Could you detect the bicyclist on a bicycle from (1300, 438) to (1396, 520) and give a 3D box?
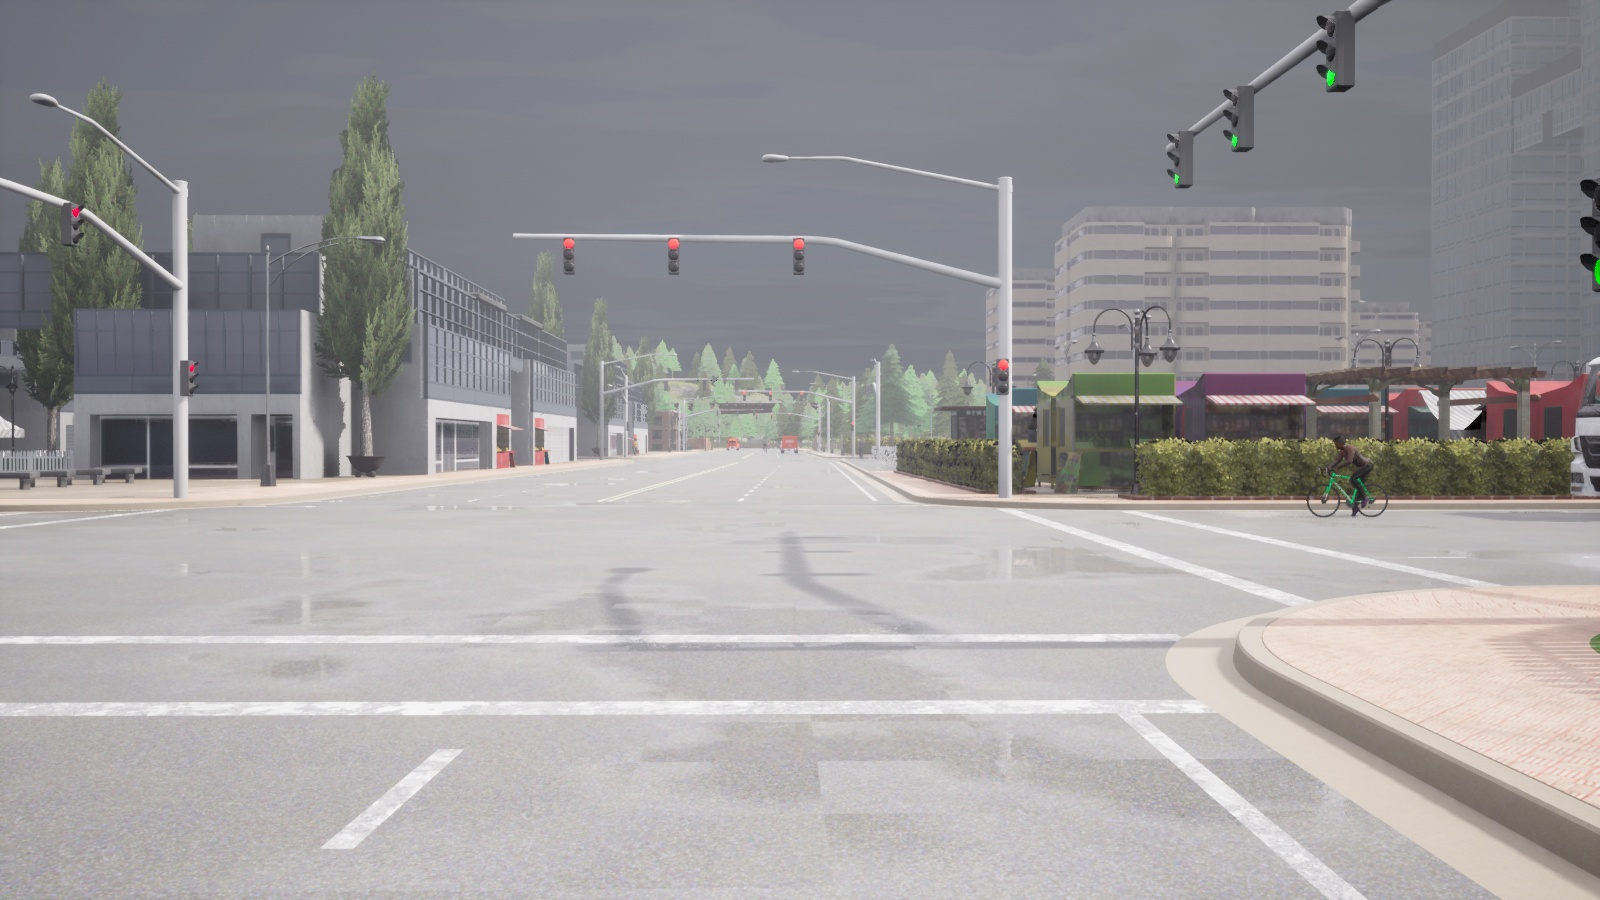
[{"bbox_3d":[10.932,0.567,25.075,1.656,1.620,0.582,0,0,-1],"label":"bicyclist on a bicycle"}]

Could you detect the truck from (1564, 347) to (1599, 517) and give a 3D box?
[{"bbox_3d":[20.193,-0.362,25.251,7.936,3.462,2.891,0,0,-1],"label":"truck"}]
